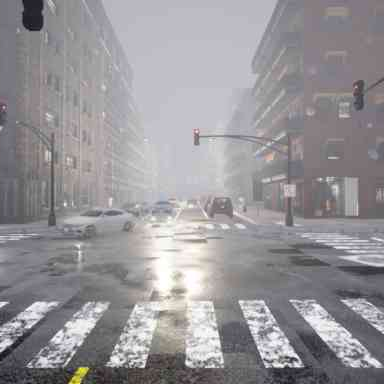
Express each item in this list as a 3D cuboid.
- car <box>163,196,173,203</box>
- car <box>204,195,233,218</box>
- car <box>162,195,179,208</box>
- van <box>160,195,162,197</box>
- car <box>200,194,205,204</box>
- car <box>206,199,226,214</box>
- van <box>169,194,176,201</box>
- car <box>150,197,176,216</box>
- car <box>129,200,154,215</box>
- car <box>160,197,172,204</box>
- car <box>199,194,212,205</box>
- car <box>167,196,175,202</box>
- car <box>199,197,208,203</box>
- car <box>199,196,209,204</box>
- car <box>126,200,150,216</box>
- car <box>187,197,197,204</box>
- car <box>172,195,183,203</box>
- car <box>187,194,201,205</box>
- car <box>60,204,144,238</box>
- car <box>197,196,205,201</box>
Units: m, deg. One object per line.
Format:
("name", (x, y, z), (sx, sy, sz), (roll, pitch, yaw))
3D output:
("car", (-5.370, 1.670, 74.418), (1.752, 1.417, 4.829), (1, 0, 0))
("car", (2.558, 1.326, 30.147), (2.192, 1.841, 5.009), (1, 0, 0))
("car", (-2.886, 1.512, 48.561), (1.882, 1.535, 5.008), (0, 0, 0))
("van", (-5.356, 1.427, 63.462), (1.690, 1.788, 3.998), (1, 0, 0))
("car", (2.547, 1.335, 41.271), (2.192, 1.841, 5.009), (1, 0, 0))
("car", (2.549, 1.540, 35.876), (1.752, 1.417, 4.829), (1, 0, 0))
("van", (-5.383, 1.588, 91.282), (1.690, 1.788, 3.998), (1, 0, 0))
("car", (-2.872, 1.538, 33.251), (1.812, 1.442, 4.674), (0, 0, 0))
("car", (-5.331, 1.580, 35.654), (1.947, 1.339, 4.313), (1, 0, 0))
("car", (-5.365, 1.666, 69.026), (2.008, 1.369, 4.403), (1, 0, 0))
("car", (2.523, 1.402, 63.505), (2.192, 1.841, 5.009), (1, 0, 0))
("car", (-5.381, 1.763, 85.717), (2.008, 1.369, 4.403), (1, 0, 0))
("car", (2.509, 1.728, 74.629), (1.802, 1.307, 4.206), (1, 0, 0))
("car", (2.516, 1.556, 69.069), (1.967, 1.590, 4.097), (1, 0, 0))
("car", (-5.326, 1.577, 30.093), (1.947, 1.339, 4.313), (1, 0, 0))
("car", (-0.001, 1.684, 70.341), (1.994, 1.385, 4.181), (0, 0, 0))
("car", (-2.808, 1.297, 64.320), (1.994, 1.385, 4.181), (0, 0, 0))
("car", (0.046, 1.564, 60.107), (2.128, 1.511, 4.902), (0, 0, 0))
("car", (-5.084, 1.621, 18.646), (1.812, 1.442, 4.674), (1, 0, 31))
("car", (2.493, 1.813, 91.320), (1.947, 1.339, 4.313), (1, 0, 0))
